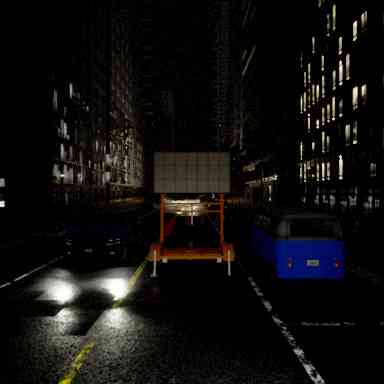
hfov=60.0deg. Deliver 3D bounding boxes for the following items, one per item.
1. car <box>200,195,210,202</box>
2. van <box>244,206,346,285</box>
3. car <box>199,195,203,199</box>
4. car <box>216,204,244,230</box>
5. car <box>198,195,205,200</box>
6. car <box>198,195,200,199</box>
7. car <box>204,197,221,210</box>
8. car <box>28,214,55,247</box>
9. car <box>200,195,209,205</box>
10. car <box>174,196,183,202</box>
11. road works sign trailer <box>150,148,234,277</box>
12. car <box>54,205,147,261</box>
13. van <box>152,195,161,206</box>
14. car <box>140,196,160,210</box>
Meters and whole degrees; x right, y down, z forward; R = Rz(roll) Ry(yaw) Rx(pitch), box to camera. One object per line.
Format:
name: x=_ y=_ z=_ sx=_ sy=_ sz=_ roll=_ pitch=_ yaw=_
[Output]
car: x=2.693 y=1.401 z=71.862 sx=1.967 sy=1.590 sz=4.097 roll=0 pitch=0 yaw=0
van: x=2.691 y=1.341 z=9.246 sx=1.690 sy=1.788 sz=3.998 roll=0 pitch=0 yaw=0
car: x=2.692 y=1.538 z=54.785 sx=2.008 sy=1.369 sz=4.403 roll=0 pitch=0 yaw=0
car: x=2.691 y=1.581 z=20.630 sx=1.802 sy=1.307 sz=4.206 roll=0 pitch=0 yaw=0
car: x=2.694 y=1.462 z=94.633 sx=1.887 sy=1.381 sz=4.507 roll=0 pitch=0 yaw=0
car: x=2.693 y=1.410 z=66.170 sx=1.967 sy=1.590 sz=4.097 roll=0 pitch=0 yaw=0
car: x=2.692 y=1.581 z=37.708 sx=1.802 sy=1.307 sz=4.206 roll=0 pitch=0 yaw=0
car: x=-5.690 y=1.581 z=14.941 sx=1.802 sy=1.307 sz=4.206 roll=0 pitch=0 yaw=0
car: x=2.692 y=1.544 z=49.093 sx=2.008 sy=1.369 sz=4.403 roll=0 pitch=0 yaw=0
car: x=-2.998 y=1.555 z=75.976 sx=1.895 sy=1.301 sz=4.718 roll=0 pitch=0 yaw=0
road works sign trailer: x=0.001 y=0.464 z=10.265 sx=2.380 sy=3.560 sz=2.880 roll=0 pitch=0 yaw=0
car: x=-3.099 y=1.477 z=12.454 sx=1.882 sy=1.535 sz=5.008 roll=0 pitch=0 yaw=0
van: x=-5.688 y=1.328 z=54.789 sx=1.690 sy=1.788 sz=3.998 roll=0 pitch=0 yaw=0
car: x=-5.689 y=1.548 z=43.404 sx=2.008 sy=1.369 sz=4.403 roll=0 pitch=0 yaw=0
